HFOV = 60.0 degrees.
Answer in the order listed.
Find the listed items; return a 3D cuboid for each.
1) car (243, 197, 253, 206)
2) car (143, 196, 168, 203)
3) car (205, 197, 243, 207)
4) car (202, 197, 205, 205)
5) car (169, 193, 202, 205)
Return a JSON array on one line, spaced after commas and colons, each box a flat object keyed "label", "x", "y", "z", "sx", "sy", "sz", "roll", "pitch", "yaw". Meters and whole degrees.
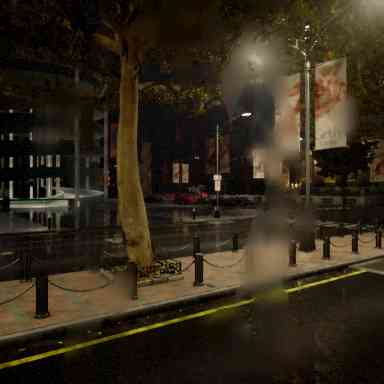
[{"label": "car", "x": 7.516, "y": 1.491, "z": 52.769, "sx": 2.128, "sy": 1.511, "sz": 4.902, "roll": 0, "pitch": 0, "yaw": -35}, {"label": "car", "x": -7.809, "y": 1.478, "z": 66.769, "sx": 5.008, "sy": 1.535, "sz": 1.882, "roll": 0, "pitch": 0, "yaw": 42}, {"label": "car", "x": 4.758, "y": 1.547, "z": 50.625, "sx": 2.033, "sy": 1.411, "sz": 5.357, "roll": 0, "pitch": 0, "yaw": -35}, {"label": "car", "x": 1.871, "y": 1.547, "z": 60.719, "sx": 2.033, "sy": 1.411, "sz": 5.357, "roll": 0, "pitch": 0, "yaw": -36}, {"label": "car", "x": -1.149, "y": 1.221, "z": 58.927, "sx": 2.150, "sy": 2.045, "sz": 5.566, "roll": 0, "pitch": 0, "yaw": -36}]
